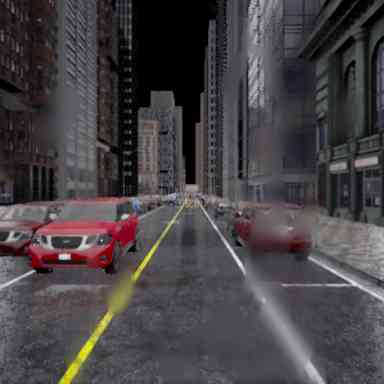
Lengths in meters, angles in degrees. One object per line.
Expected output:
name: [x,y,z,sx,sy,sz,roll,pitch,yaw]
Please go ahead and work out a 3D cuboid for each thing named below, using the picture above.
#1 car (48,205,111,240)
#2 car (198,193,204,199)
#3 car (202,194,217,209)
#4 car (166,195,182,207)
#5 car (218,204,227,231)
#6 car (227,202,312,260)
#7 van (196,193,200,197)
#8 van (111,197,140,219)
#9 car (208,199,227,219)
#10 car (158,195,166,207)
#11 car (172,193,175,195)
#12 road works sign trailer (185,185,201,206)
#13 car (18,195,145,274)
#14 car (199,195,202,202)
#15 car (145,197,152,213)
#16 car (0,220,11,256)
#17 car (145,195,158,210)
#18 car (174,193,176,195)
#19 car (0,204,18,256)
car: [-5.769,1.524,17.751,1.752,1.417,4.829,0,0,0]
car: [2.747,1.574,74.334,1.887,1.381,4.507,0,0,0]
car: [2.751,1.451,46.131,1.967,1.590,4.097,0,0,0]
car: [-3.081,1.562,52.197,2.033,1.411,5.357,0,0,0]
car: [2.756,1.550,17.929,2.008,1.369,4.403,0,0,0]
car: [2.757,1.314,12.289,2.192,1.841,5.009,0,0,0]
van: [2.744,1.381,91.256,1.690,1.788,3.998,0,0,0]
van: [-5.771,1.343,29.203,1.690,1.788,3.998,0,0,0]
car: [2.755,1.552,29.210,2.008,1.369,4.403,0,0,0]
car: [-5.775,1.330,51.765,2.192,1.841,5.009,0,0,0]
car: [-5.778,1.584,79.969,2.008,1.369,4.403,0,0,0]
road works sign trailer: [-0.009,0.481,54.798,2.380,3.560,2.880,0,0,0]
car: [-3.103,1.220,10.862,2.150,2.045,5.566,0,0,0]
car: [2.750,1.584,57.412,1.947,1.339,4.313,0,0,0]
car: [-5.772,1.555,34.843,2.008,1.369,4.403,0,0,0]
car: [-5.767,1.524,6.469,1.752,1.417,4.829,0,0,0]
car: [-5.773,1.322,40.484,2.192,1.841,5.009,0,0,0]
car: [-5.779,1.562,85.440,1.752,1.417,4.829,0,0,0]
car: [-5.769,1.314,12.280,2.192,1.841,5.009,0,0,0]
